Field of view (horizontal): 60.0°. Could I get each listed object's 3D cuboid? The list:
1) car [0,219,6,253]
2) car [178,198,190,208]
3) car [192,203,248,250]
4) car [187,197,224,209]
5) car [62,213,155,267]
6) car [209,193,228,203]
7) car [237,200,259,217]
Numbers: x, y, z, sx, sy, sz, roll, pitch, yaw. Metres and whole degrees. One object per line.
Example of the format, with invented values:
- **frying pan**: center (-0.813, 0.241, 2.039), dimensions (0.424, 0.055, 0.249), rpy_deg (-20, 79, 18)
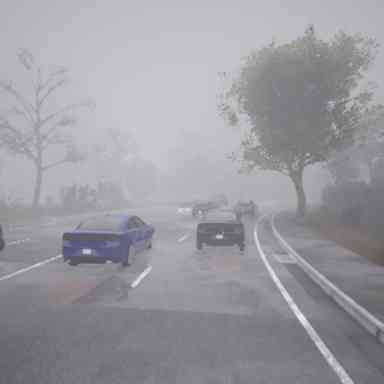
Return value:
- **car**: center (-6.694, 1.195, 7.513), dimensions (2.150, 2.045, 5.566), rpy_deg (0, 0, 4)
- **car**: center (-0.133, 1.516, 48.028), dimensions (2.033, 1.411, 5.357), rpy_deg (0, 0, 24)
- **car**: center (1.326, 1.480, 14.545), dimensions (1.882, 1.535, 5.008), rpy_deg (0, 0, 7)
- **car**: center (1.371, 1.500, 31.157), dimensions (1.837, 1.490, 4.892), rpy_deg (0, 0, 16)
- **car**: center (-2.600, 1.465, 11.497), dimensions (1.882, 1.535, 5.008), rpy_deg (0, 0, 6)
- **car**: center (3.502, 1.213, 47.547), dimensions (2.150, 2.045, 5.566), rpy_deg (0, 0, 25)
- **car**: center (5.195, 1.506, 31.688), dimensions (2.128, 1.511, 4.902), rpy_deg (0, 0, 17)
